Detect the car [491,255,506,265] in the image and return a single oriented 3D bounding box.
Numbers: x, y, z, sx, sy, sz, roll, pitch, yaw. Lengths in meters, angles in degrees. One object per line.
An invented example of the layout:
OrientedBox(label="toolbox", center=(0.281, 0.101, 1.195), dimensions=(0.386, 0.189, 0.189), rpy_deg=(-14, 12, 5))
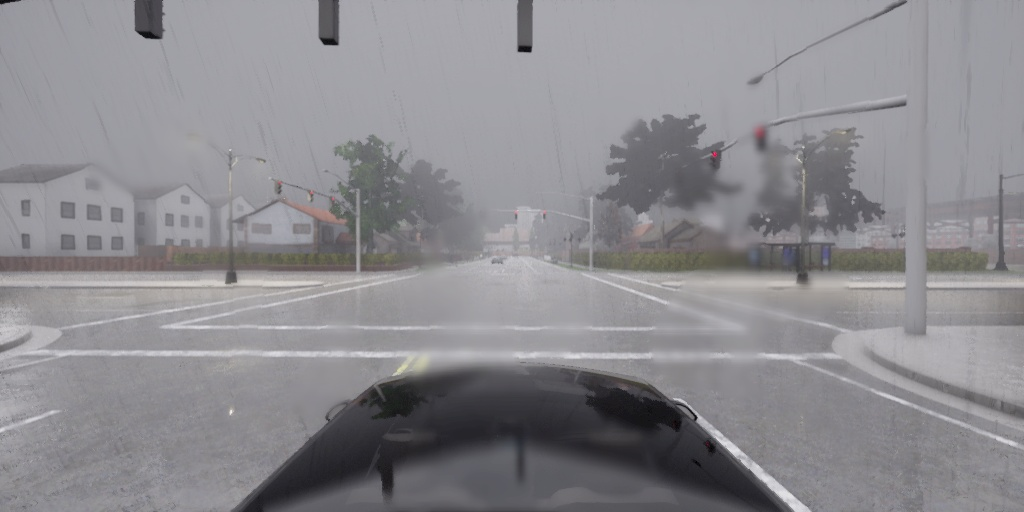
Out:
OrientedBox(label="car", center=(-2.561, 0.841, 62.429), dimensions=(1.994, 1.385, 4.181), rpy_deg=(0, 1, 0))
